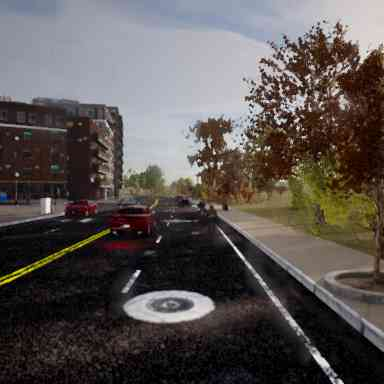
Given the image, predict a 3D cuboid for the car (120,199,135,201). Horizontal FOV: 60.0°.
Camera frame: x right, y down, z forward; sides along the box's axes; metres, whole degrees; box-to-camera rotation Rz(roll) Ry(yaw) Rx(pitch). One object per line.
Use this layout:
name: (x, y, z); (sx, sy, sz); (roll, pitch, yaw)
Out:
car: (-7.011, 1.477, 35.700); (2.128, 1.511, 4.902); (0, 0, -2)

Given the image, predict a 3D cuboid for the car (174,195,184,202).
car: (-2.829, 1.425, 72.947); (1.882, 1.535, 5.008); (0, 0, -5)

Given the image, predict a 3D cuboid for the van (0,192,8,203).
van: (-32.386, 0.875, 54.558); (3.998, 1.788, 1.690); (1, -1, -32)

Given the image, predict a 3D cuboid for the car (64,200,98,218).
car: (-10.090, 1.467, 30.523); (1.882, 1.535, 5.008); (0, 0, -2)

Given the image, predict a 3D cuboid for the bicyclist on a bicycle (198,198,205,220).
bicyclist on a bicycle: (0.779, 1.359, 25.893); (0.659, 1.776, 1.843); (0, 0, -1)

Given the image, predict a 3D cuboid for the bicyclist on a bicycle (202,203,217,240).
bicyclist on a bicycle: (0.949, 1.446, 15.966); (0.582, 1.620, 1.656); (0, 0, -1)

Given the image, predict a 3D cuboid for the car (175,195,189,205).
car: (-1.418, 1.511, 56.397); (2.033, 1.411, 5.357); (0, 0, -4)

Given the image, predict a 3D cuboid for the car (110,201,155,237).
car: (-3.124, 1.471, 18.213); (1.882, 1.535, 5.008); (0, 0, -1)
